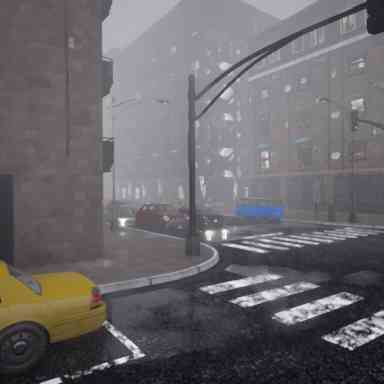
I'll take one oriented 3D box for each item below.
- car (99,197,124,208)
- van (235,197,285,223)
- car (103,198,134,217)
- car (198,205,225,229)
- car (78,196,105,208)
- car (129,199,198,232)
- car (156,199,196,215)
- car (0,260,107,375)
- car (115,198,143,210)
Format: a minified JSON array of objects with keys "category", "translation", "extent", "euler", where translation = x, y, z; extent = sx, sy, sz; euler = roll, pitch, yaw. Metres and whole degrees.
[{"category":"car","translation":[-11.610,1.460,47.865],"extent":[1.887,1.381,4.507],"euler":[-1,0,-36]},{"category":"van","translation":[4.984,1.277,24.932],"extent":[1.690,1.788,3.998],"euler":[0,0,-36]},{"category":"car","translation":[-6.597,1.490,31.060],"extent":[1.812,1.442,4.674],"euler":[-1,0,-36]},{"category":"car","translation":[0.249,1.543,21.597],"extent":[1.994,1.385,4.181],"euler":[-1,0,-36]},{"category":"car","translation":[-14.255,1.427,47.010],"extent":[2.128,1.511,4.902],"euler":[-1,0,-36]},{"category":"car","translation":[-1.816,1.439,20.034],"extent":[1.967,1.590,4.097],"euler":[0,0,-36]},{"category":"car","translation":[-1.754,1.447,34.243],"extent":[1.752,1.417,4.829],"euler":[0,0,-36]},{"category":"car","translation":[-3.547,1.526,4.038],"extent":[4.829,1.417,1.752],"euler":[0,0,-35]},{"category":"car","translation":[-8.292,1.460,43.278],"extent":[1.887,1.381,4.507],"euler":[-1,0,-36]}]
